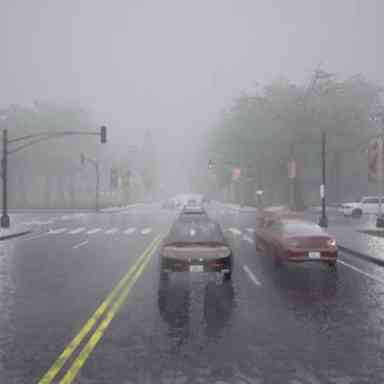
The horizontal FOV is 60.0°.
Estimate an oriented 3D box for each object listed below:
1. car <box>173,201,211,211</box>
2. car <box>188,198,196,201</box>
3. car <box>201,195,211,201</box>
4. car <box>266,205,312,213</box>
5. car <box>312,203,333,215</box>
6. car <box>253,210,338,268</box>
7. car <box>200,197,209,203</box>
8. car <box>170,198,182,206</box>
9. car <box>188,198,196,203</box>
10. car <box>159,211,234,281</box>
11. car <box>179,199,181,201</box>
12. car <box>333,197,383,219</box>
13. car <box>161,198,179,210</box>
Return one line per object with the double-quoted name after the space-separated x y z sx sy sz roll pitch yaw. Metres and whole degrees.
0.102 1.596 22.317 2.128 1.511 4.902 0 0 0 "car"
-0.001 2.055 76.994 1.882 1.535 5.008 0 -1 0 "car"
3.249 1.804 77.061 2.150 2.045 5.566 0 -1 0 "car"
6.528 1.658 23.700 1.812 1.442 4.674 -1 -1 42 "car"
14.866 1.845 35.251 4.718 1.301 1.895 0 0 0 "car"
3.348 1.571 11.398 1.812 1.442 4.674 0 0 0 "car"
3.248 2.136 87.447 2.033 1.411 5.357 0 -1 0 "car"
-3.251 1.959 67.969 2.128 1.511 4.902 0 -1 0 "car"
-0.002 2.149 87.447 1.994 1.385 4.181 0 -1 0 "car"
0.099 1.530 9.950 2.128 1.511 4.902 0 0 0 "car"
-3.307 1.872 57.534 1.812 1.442 4.674 0 -1 0 "car"
17.107 1.465 32.026 5.566 2.045 2.150 0 0 -1 "car"
-3.346 1.815 48.205 2.033 1.411 5.357 0 0 0 "car"
